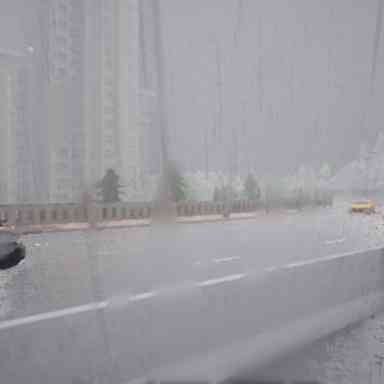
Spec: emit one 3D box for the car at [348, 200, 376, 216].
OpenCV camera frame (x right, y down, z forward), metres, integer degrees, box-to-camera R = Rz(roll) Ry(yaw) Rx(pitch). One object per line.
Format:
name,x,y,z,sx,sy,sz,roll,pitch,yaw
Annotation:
car,17.510,1.536,34.184,1.882,1.535,5.008,0,0,37

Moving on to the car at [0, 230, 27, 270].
car,-6.639,1.492,7.874,4.902,1.511,2.128,0,0,-36
